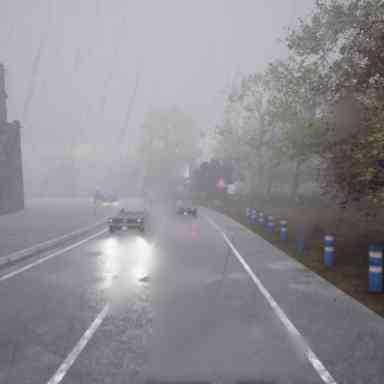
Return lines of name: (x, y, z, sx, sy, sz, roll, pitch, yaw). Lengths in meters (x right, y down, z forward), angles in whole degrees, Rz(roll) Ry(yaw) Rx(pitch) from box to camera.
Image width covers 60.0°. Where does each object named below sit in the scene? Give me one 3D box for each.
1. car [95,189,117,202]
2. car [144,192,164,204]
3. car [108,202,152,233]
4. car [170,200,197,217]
car: (-13.932, 0.488, 53.604, 2.150, 2.045, 5.566, -4, 3, -33)
car: (-5.000, 0.793, 43.662, 1.812, 1.442, 4.674, -2, 2, -21)
car: (-3.510, 1.532, 19.317, 1.895, 1.301, 4.718, 0, 1, -2)
car: (-0.782, 1.305, 27.756, 1.895, 1.301, 4.718, -1, 2, -7)
